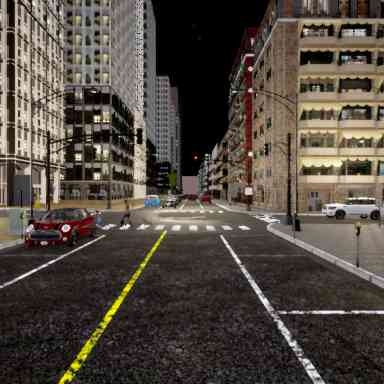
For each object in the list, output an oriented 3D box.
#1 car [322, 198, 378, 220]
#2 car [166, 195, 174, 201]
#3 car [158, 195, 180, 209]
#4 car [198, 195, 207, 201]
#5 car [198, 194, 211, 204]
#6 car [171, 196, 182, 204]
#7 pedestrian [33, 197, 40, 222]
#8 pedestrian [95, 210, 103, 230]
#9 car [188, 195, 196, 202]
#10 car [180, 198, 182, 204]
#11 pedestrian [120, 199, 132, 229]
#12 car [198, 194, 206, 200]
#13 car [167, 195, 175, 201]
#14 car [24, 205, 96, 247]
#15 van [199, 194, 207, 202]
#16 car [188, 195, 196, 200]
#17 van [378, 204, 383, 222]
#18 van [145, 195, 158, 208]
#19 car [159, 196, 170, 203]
[{"bbox_3d":[15.280,1.546,31.473,5.566,2.045,2.150,1,0,-2],"label":"car"},{"bbox_3d":[-5.709,1.479,86.137,1.967,1.590,4.097,0,0,0],"label":"car"},{"bbox_3d":[-3.107,1.502,46.211,2.128,1.511,4.902,0,0,0],"label":"car"},{"bbox_3d":[2.672,1.589,86.140,2.008,1.369,4.403,0,0,0],"label":"car"},{"bbox_3d":[2.676,1.336,63.937,2.192,1.841,5.009,0,0,0],"label":"car"},{"bbox_3d":[-3.047,1.586,65.678,1.994,1.385,4.181,0,0,1],"label":"car"},{"bbox_3d":[-8.850,1.145,18.941,0.375,1.860,0.375,0,0,0],"label":"pedestrian"},{"bbox_3d":[-5.508,1.576,19.534,0.375,1.300,0.375,0,0,0],"label":"pedestrian"},{"bbox_3d":[-0.012,1.500,76.361,1.882,1.535,5.008,0,0,0],"label":"car"},{"bbox_3d":[-3.100,1.507,55.671,2.128,1.511,4.902,0,0,0],"label":"car"},{"bbox_3d":[-4.010,1.295,20.142,0.375,1.860,0.375,0,0,0],"label":"pedestrian"},{"bbox_3d":[2.670,1.359,91.691,2.192,1.841,5.009,0,0,0],"label":"car"},{"bbox_3d":[-5.710,1.569,91.518,1.752,1.417,4.829,0,0,0],"label":"car"},{"bbox_3d":[-5.694,1.441,14.807,1.967,1.590,4.097,0,0,0],"label":"car"},{"bbox_3d":[2.672,1.375,80.590,1.690,1.788,3.998,0,0,0],"label":"van"},{"bbox_3d":[-0.015,1.484,86.814,1.895,1.301,4.718,0,0,0],"label":"car"},{"bbox_3d":[16.925,1.706,25.545,3.998,1.788,1.690,1,-1,0],"label":"van"},{"bbox_3d":[-5.701,1.352,47.281,1.690,1.788,3.998,0,0,0],"label":"van"},{"bbox_3d":[-5.705,1.550,69.315,1.752,1.417,4.829,0,0,0],"label":"car"}]
